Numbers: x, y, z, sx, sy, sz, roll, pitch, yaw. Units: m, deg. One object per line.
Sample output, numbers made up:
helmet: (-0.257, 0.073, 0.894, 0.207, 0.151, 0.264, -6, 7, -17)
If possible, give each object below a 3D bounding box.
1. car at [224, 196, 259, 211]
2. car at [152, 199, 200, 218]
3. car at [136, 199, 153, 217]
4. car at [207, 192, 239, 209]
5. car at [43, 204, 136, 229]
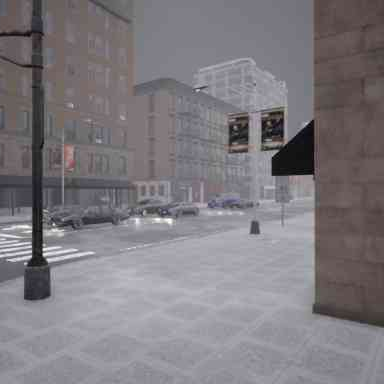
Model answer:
car: (6.120, 1.451, 39.135, 1.895, 1.301, 4.718, 0, 0, 36)
car: (-1.115, 1.467, 28.961, 1.994, 1.385, 4.181, 0, 0, 35)
car: (-3.967, 1.416, 30.542, 1.837, 1.490, 4.892, 0, 0, 35)
car: (4.137, 1.071, 41.962, 2.150, 2.045, 5.566, 0, 0, 35)
car: (-6.449, 1.489, 21.417, 2.033, 1.411, 5.357, 0, 0, 35)
